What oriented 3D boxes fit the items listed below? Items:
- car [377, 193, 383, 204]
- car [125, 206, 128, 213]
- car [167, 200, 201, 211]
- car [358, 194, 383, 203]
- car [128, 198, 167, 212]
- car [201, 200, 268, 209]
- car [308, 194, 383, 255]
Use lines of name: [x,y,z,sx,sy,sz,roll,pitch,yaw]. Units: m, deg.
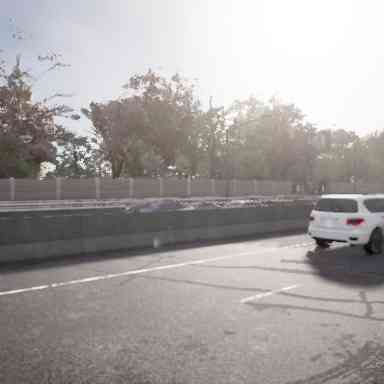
car: [31.141,0.992,51.906,5.008,1.535,1.882,-1,0,-35]
car: [-3.843,1.359,31.341,4.902,1.511,2.128,-1,0,-35]
car: [0.543,1.427,25.870,4.181,1.385,1.994,-1,0,-35]
car: [30.149,1.052,55.474,5.357,1.411,2.033,-1,0,-35]
car: [-2.317,1.420,28.132,5.357,1.411,2.033,-1,0,-35]
car: [3.403,1.345,23.612,4.902,1.511,2.128,-1,0,-35]
car: [6.868,1.105,12.944,5.566,2.045,2.150,-1,0,-35]
